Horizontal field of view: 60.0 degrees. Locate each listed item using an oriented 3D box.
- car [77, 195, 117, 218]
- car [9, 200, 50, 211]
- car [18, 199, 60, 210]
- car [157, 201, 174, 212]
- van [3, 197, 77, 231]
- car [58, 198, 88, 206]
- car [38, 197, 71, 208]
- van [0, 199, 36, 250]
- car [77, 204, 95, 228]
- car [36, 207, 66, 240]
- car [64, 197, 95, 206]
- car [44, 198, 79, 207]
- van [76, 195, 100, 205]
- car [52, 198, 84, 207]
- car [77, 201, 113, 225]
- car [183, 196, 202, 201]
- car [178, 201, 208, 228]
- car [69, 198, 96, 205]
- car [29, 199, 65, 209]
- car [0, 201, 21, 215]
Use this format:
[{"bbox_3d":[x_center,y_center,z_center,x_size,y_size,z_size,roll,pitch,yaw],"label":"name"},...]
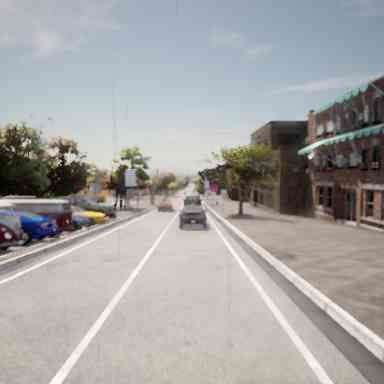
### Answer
[{"bbox_3d":[-8.986,1.426,26.978,5.566,2.045,2.435,0,0,0],"label":"car"},{"bbox_3d":[-22.135,1.799,45.503,4.674,1.452,2.002,0,0,0],"label":"car"},{"bbox_3d":[-22.140,1.771,48.280,5.008,1.535,2.097,0,0,0],"label":"car"},{"bbox_3d":[-3.384,1.859,42.778,1.895,1.301,4.718,0,0,0],"label":"car"},{"bbox_3d":[-9.110,1.414,18.568,4.442,1.987,1.878,0,0,0],"label":"van"},{"bbox_3d":[-22.207,1.867,62.156,4.792,1.488,2.163,0,0,0],"label":"car"},{"bbox_3d":[-22.190,1.671,53.832,4.553,1.767,2.185,0,0,0],"label":"car"},{"bbox_3d":[-8.863,1.389,12.958,4.442,1.987,1.878,0,0,0],"label":"van"},{"bbox_3d":[-9.003,1.693,21.370,4.674,1.452,2.002,0,0,0],"label":"car"},{"bbox_3d":[-8.982,1.628,15.764,5.008,1.535,2.097,0,0,0],"label":"car"},{"bbox_3d":[-21.999,1.848,64.931,5.366,1.575,1.946,0,0,0],"label":"car"},{"bbox_3d":[-22.171,1.810,56.607,5.008,1.535,2.097,0,0,0],"label":"car"},{"bbox_3d":[-22.081,1.654,70.483,4.442,1.987,1.878,0,0,0],"label":"van"},{"bbox_3d":[-22.166,1.825,59.382,4.892,1.521,2.231,0,0,0],"label":"car"},{"bbox_3d":[-8.822,1.662,24.174,5.366,1.575,1.946,0,0,0],"label":"car"},{"bbox_3d":[0.058,1.469,40.767,2.150,2.045,5.566,0,-1,0],"label":"car"},{"bbox_3d":[0.075,1.678,23.792,1.837,1.490,4.892,0,0,0],"label":"car"},{"bbox_3d":[-22.221,1.895,67.708,4.792,1.488,2.163,0,0,0],"label":"car"},{"bbox_3d":[-22.149,1.824,51.055,4.674,1.452,2.002,0,0,0],"label":"car"},{"bbox_3d":[-22.089,1.752,37.178,4.792,1.488,2.163,0,0,0],"label":"car"}]
